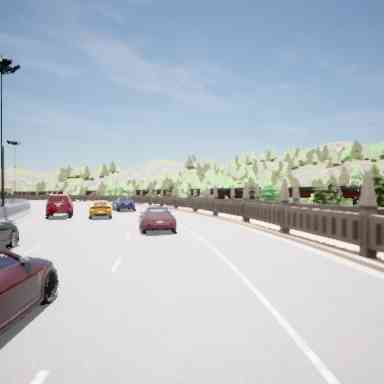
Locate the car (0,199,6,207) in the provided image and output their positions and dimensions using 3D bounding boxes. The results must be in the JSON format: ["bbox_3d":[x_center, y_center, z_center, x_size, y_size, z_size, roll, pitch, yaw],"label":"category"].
[{"bbox_3d":[-25.330,1.624,43.223,1.812,1.442,4.674,0,0,-28],"label":"car"}]

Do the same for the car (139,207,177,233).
[{"bbox_3d":[-2.108,1.572,19.736,1.994,1.385,4.181,0,0,-11],"label":"car"}]

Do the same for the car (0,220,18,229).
[{"bbox_3d":[-7.881,1.522,11.864,2.128,1.511,4.902,0,0,-7],"label":"car"}]

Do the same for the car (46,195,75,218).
[{"bbox_3d":[-12.121,1.268,30.662,2.150,2.045,5.566,0,0,-18],"label":"car"}]

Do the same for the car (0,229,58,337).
[{"bbox_3d":[-3.769,1.579,5.406,1.994,1.385,4.181,0,0,-3],"label":"car"}]

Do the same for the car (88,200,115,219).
[{"bbox_3d":[-8.331,1.510,30.112,1.882,1.535,5.008,0,0,-17],"label":"car"}]

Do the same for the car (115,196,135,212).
[{"bbox_3d":[-8.326,1.383,40.260,2.097,1.767,4.553,0,0,-22],"label":"car"}]
